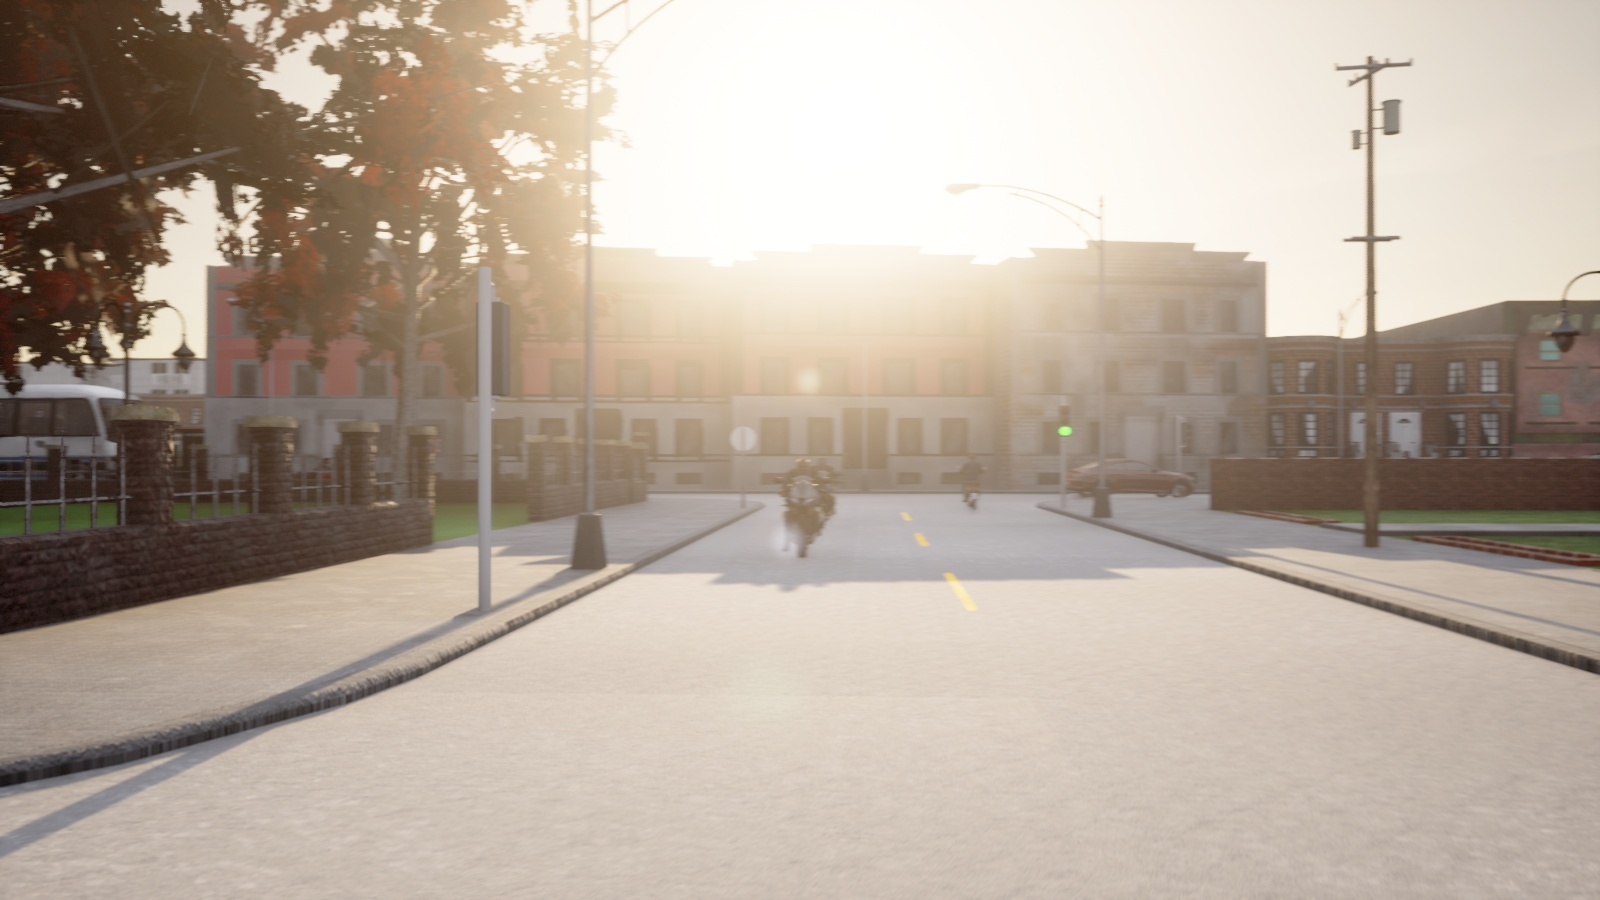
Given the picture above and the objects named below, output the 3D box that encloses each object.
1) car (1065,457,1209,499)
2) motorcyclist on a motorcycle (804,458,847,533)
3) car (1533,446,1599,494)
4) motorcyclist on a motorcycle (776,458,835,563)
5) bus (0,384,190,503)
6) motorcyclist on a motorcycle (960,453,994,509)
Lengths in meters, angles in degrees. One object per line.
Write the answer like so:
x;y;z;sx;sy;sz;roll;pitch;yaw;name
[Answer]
12.051;0.986;45.060;4.674;1.442;1.812;0;0;-5;car
0.564;0.943;26.950;0.866;1.530;2.191;0;0;2;motorcyclist on a motorcycle
30.888;0.744;47.946;4.553;1.767;2.097;0;0;3;car
0.109;0.900;19.604;0.866;1.530;2.191;0;0;2;motorcyclist on a motorcycle
-29.050;-0.200;47.371;10.273;4.253;3.944;0;0;4;bus
5.165;0.898;36.725;0.866;1.590;1.817;0;0;4;motorcyclist on a motorcycle
